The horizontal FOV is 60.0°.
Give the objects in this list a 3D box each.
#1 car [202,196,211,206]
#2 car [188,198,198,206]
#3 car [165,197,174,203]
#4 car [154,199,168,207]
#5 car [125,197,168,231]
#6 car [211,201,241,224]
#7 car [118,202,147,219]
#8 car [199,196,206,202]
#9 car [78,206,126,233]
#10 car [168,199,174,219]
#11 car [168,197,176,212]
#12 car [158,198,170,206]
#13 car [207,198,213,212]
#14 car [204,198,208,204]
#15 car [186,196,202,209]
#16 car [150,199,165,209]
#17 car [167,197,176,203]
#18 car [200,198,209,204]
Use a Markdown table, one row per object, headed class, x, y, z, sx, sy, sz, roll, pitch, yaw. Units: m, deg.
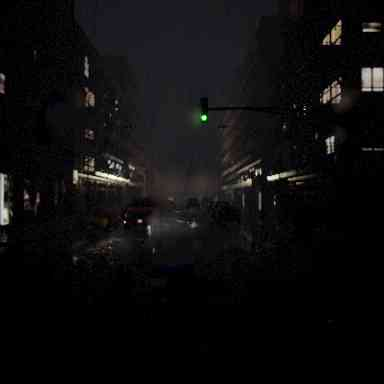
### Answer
| class | x | y | z | sx | sy | sz | roll | pitch | yaw |
| --- | --- | --- | --- | --- | --- | --- | --- | --- | --- |
| car | 2.883 | 1.707 | 64.965 | 2.192 | 1.841 | 5.009 | 1 | 0 | 0 |
| car | 0.176 | 1.882 | 62.572 | 1.837 | 1.490 | 4.892 | 0 | 0 | 0 |
| car | -5.454 | 2.018 | 81.399 | 1.752 | 1.417 | 4.829 | 1 | 0 | 0 |
| car | -5.517 | 1.908 | 59.477 | 2.008 | 1.369 | 4.403 | 1 | 0 | 0 |
| car | -3.022 | 1.352 | 22.031 | 2.150 | 2.045 | 5.566 | 0 | 0 | 0 |
| car | 2.771 | 1.702 | 26.299 | 1.887 | 1.381 | 4.507 | 1 | 0 | 0 |
| car | -5.594 | 1.734 | 31.860 | 1.887 | 1.381 | 4.507 | 1 | 0 | 0 |
| car | 2.959 | 2.005 | 92.580 | 1.967 | 1.590 | 4.097 | 1 | 0 | 0 |
| car | -5.625 | 1.648 | 20.643 | 1.752 | 1.417 | 4.829 | 1 | 0 | 0 |
| car | -3.005 | 1.695 | 31.976 | 1.837 | 1.490 | 4.892 | 0 | 0 | 0 |
| car | -2.971 | 1.778 | 42.247 | 1.812 | 1.442 | 4.674 | 0 | 0 | 1 |
| car | -5.501 | 1.936 | 65.000 | 1.887 | 1.381 | 4.507 | 1 | 0 | 0 |
| car | 2.788 | 1.630 | 31.823 | 1.967 | 1.590 | 4.097 | 1 | 0 | 0 |
| car | 2.818 | 1.839 | 42.869 | 1.802 | 1.307 | 4.206 | 1 | 0 | 0 |
| car | 0.148 | 1.667 | 52.538 | 2.097 | 1.767 | 4.553 | 0 | 0 | 0 |
| car | -5.532 | 1.847 | 53.784 | 1.752 | 1.417 | 4.829 | 1 | 0 | 0 |
| car | -5.439 | 2.080 | 87.093 | 2.008 | 1.369 | 4.403 | 1 | 0 | 0 |
| car | 2.911 | 2.026 | 76.009 | 1.947 | 1.339 | 4.313 | 1 | 0 | 0 |
